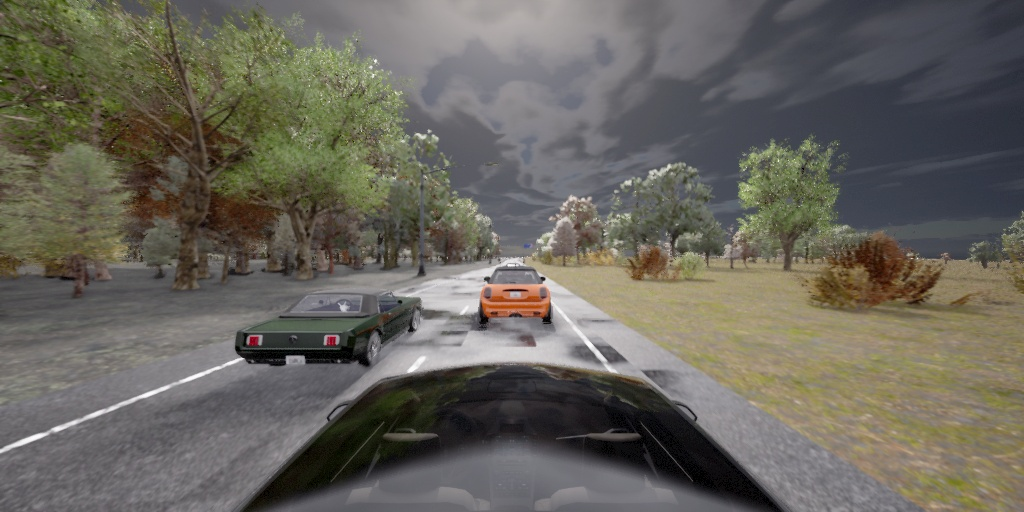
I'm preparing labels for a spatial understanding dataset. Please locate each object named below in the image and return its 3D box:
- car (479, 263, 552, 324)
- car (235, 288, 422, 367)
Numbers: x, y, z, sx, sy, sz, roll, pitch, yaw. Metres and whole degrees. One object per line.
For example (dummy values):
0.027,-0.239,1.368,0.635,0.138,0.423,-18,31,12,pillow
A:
0.100,1.109,12.189,2.097,1.767,4.553,0,0,0,car
-3.402,1.355,7.866,1.895,1.301,4.718,0,0,0,car
